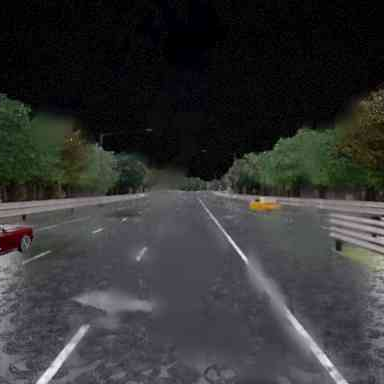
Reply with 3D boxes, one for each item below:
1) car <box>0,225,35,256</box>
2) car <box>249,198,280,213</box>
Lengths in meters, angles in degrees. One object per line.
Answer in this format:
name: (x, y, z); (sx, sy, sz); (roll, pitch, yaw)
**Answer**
car: (-6.898, 1.553, 10.491); (1.895, 1.301, 4.718); (0, 0, 0)
car: (7.567, 1.360, 35.184); (1.882, 1.535, 5.008); (0, 0, -9)
